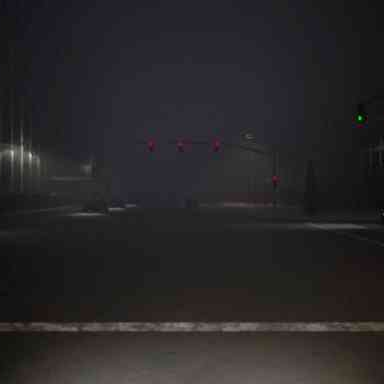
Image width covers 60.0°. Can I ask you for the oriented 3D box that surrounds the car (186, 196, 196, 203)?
[{"bbox_3d":[-0.120,1.490,69.834,2.033,1.411,5.357,0,0,0],"label":"car"}]

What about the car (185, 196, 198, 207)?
[{"bbox_3d":[-0.012,1.559,49.588,1.895,1.301,4.718,0,0,0],"label":"car"}]

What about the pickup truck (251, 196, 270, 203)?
[{"bbox_3d":[12.983,1.008,61.675,2.390,2.098,6.274,0,0,30],"label":"pickup truck"}]

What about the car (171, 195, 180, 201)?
[{"bbox_3d":[-3.670,1.356,76.221,1.895,1.301,4.718,0,0,0],"label":"car"}]

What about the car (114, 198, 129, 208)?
[{"bbox_3d":[-10.694,1.524,47.221,1.994,1.385,4.181,0,0,0],"label":"car"}]

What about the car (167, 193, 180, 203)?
[{"bbox_3d":[-3.646,1.167,65.528,2.150,2.045,5.566,0,0,0],"label":"car"}]

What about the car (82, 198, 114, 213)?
[{"bbox_3d":[-10.670,1.516,37.348,2.033,1.411,5.357,0,0,0],"label":"car"}]

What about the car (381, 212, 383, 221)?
[{"bbox_3d":[15.101,1.583,21.755,4.718,1.301,1.895,0,0,0],"label":"car"}]

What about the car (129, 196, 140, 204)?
[{"bbox_3d":[-10.685,1.440,60.964,2.128,1.511,4.902,0,0,0],"label":"car"}]
